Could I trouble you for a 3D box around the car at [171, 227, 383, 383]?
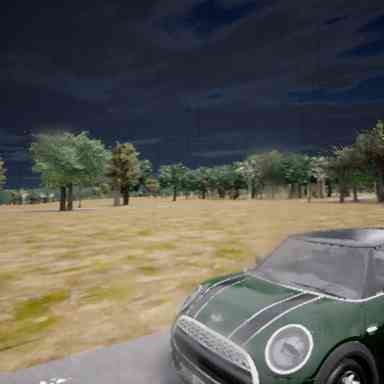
[{"bbox_3d":[1.974,1.348,4.559,4.553,1.767,2.097,0,0,-33],"label":"car"}]
